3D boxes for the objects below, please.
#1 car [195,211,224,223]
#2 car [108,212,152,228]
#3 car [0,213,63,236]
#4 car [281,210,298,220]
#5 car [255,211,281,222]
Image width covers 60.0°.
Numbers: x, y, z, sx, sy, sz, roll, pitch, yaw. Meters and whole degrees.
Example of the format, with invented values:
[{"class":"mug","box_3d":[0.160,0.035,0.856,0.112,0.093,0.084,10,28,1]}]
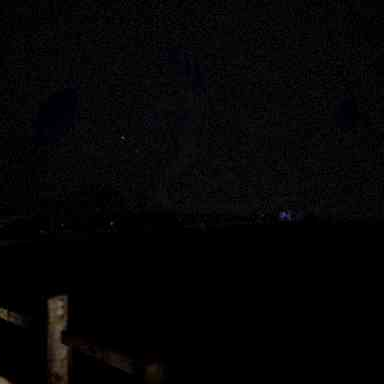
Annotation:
[{"class":"car","box_3d":[2.320,3.237,42.831,1.837,1.490,4.892,-1,-3,35]},{"class":"car","box_3d":[-5.722,2.655,31.583,2.128,1.511,4.902,-1,-3,35]},{"class":"car","box_3d":[-11.579,2.256,23.435,2.128,1.511,4.902,-1,-3,37]},{"class":"car","box_3d":[17.045,3.961,58.446,2.097,1.767,4.553,-1,-3,37]},{"class":"car","box_3d":[11.195,3.668,50.227,2.128,1.511,4.902,-1,-3,36]}]
